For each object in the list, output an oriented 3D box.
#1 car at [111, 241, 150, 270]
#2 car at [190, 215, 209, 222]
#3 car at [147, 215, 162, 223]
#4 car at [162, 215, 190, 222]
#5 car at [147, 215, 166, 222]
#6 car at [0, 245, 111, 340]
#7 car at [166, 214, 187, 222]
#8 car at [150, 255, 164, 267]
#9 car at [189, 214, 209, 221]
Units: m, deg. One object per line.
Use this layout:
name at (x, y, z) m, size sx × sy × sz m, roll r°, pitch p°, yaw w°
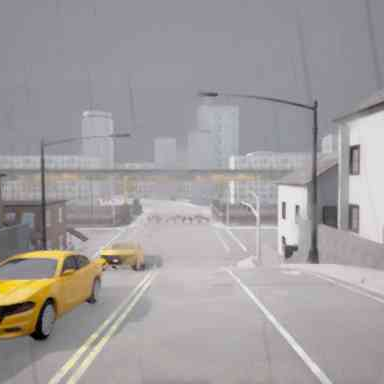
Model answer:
car at (-3.700, 3.481, 18.450) m, size 1.882 × 1.535 × 5.008 m, roll 0°, pitch -11°, yaw -1°
car at (1.667, 6.182, 78.537) m, size 4.974 × 1.542 × 2.038 m, roll 1°, pitch 3°, yaw 28°
car at (-8.300, 6.265, 77.652) m, size 4.974 × 1.542 × 2.038 m, roll 2°, pitch 3°, yaw 43°
car at (-3.692, 6.241, 77.702) m, size 4.974 × 1.542 × 2.038 m, roll -2°, pitch 3°, yaw -37°
car at (-8.339, 6.106, 77.680) m, size 4.536 × 1.218 × 1.853 m, roll 2°, pitch 3°, yaw 43°
car at (-3.621, 2.181, 7.974) m, size 1.882 × 1.535 × 5.008 m, roll -1°, pitch -6°, yaw 1°
car at (-3.652, 6.082, 77.727) m, size 4.536 × 1.218 × 1.853 m, roll -2°, pitch 3°, yaw -37°
car at (-3.994, 7.412, 33.759) m, size 2.150 × 2.045 × 5.566 m, roll 0°, pitch -12°, yaw -2°
car at (1.621, 6.023, 78.555) m, size 4.536 × 1.218 × 1.853 m, roll 1°, pitch 3°, yaw 28°
